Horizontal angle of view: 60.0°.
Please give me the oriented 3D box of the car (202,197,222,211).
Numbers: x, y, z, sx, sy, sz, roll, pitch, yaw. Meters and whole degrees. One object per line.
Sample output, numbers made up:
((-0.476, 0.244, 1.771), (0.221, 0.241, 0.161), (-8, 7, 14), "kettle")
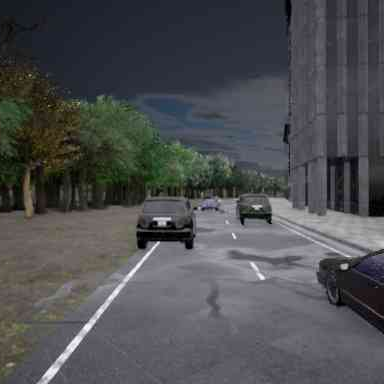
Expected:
((2.176, 1.449, 38.712), (2.033, 1.411, 5.357), (0, 0, 7), "car")

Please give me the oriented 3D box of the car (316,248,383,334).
((3.638, 1.546, 4.910), (2.033, 1.411, 5.357), (0, 0, 1), "car")

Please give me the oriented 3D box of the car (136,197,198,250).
((-0.956, 1.211, 14.522), (2.150, 2.045, 5.566), (0, 0, 2), "car")

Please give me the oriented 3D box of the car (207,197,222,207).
((3.478, 1.442, 50.103), (1.895, 1.301, 4.718), (0, 0, 9), "car")

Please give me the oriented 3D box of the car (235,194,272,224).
((4.472, 1.180, 24.494), (2.150, 2.045, 5.566), (0, 0, 4), "car")
